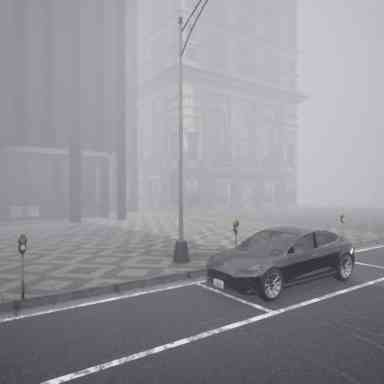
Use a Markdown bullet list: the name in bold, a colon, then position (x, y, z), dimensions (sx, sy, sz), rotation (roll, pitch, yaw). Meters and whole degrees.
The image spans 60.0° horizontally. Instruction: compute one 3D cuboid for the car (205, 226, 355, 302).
- **car**: position (2.339, 1.565, 8.298), dimensions (4.313, 1.339, 1.947), rotation (0, 0, -35)
